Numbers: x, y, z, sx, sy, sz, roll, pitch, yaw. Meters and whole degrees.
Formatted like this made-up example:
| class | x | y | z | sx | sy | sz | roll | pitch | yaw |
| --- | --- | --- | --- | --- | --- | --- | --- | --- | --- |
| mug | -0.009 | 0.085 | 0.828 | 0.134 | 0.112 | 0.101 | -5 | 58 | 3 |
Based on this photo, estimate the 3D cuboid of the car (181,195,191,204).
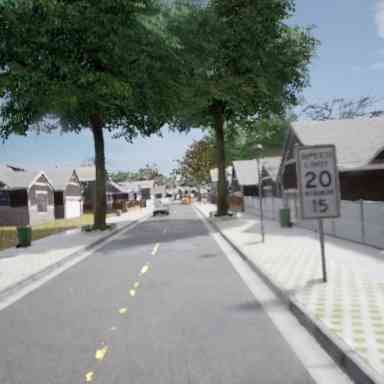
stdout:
| class | x | y | z | sx | sy | sz | roll | pitch | yaw |
| --- | --- | --- | --- | --- | --- | --- | --- | --- | --- |
| car | -1.463 | 1.889 | 86.013 | 2.150 | 2.045 | 5.566 | -4 | -1 | 2 |

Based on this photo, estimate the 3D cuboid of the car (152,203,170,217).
| class | x | y | z | sx | sy | sz | roll | pitch | yaw |
| --- | --- | --- | --- | --- | --- | --- | --- | --- | --- |
| car | -3.608 | 2.083 | 39.723 | 2.033 | 1.411 | 5.357 | -4 | 0 | -1 |

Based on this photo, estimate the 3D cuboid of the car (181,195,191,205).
| class | x | y | z | sx | sy | sz | roll | pitch | yaw |
| --- | --- | --- | --- | --- | --- | --- | --- | --- | --- |
| car | -1.572 | 2.132 | 75.607 | 1.882 | 1.535 | 5.008 | -4 | 0 | 0 |
